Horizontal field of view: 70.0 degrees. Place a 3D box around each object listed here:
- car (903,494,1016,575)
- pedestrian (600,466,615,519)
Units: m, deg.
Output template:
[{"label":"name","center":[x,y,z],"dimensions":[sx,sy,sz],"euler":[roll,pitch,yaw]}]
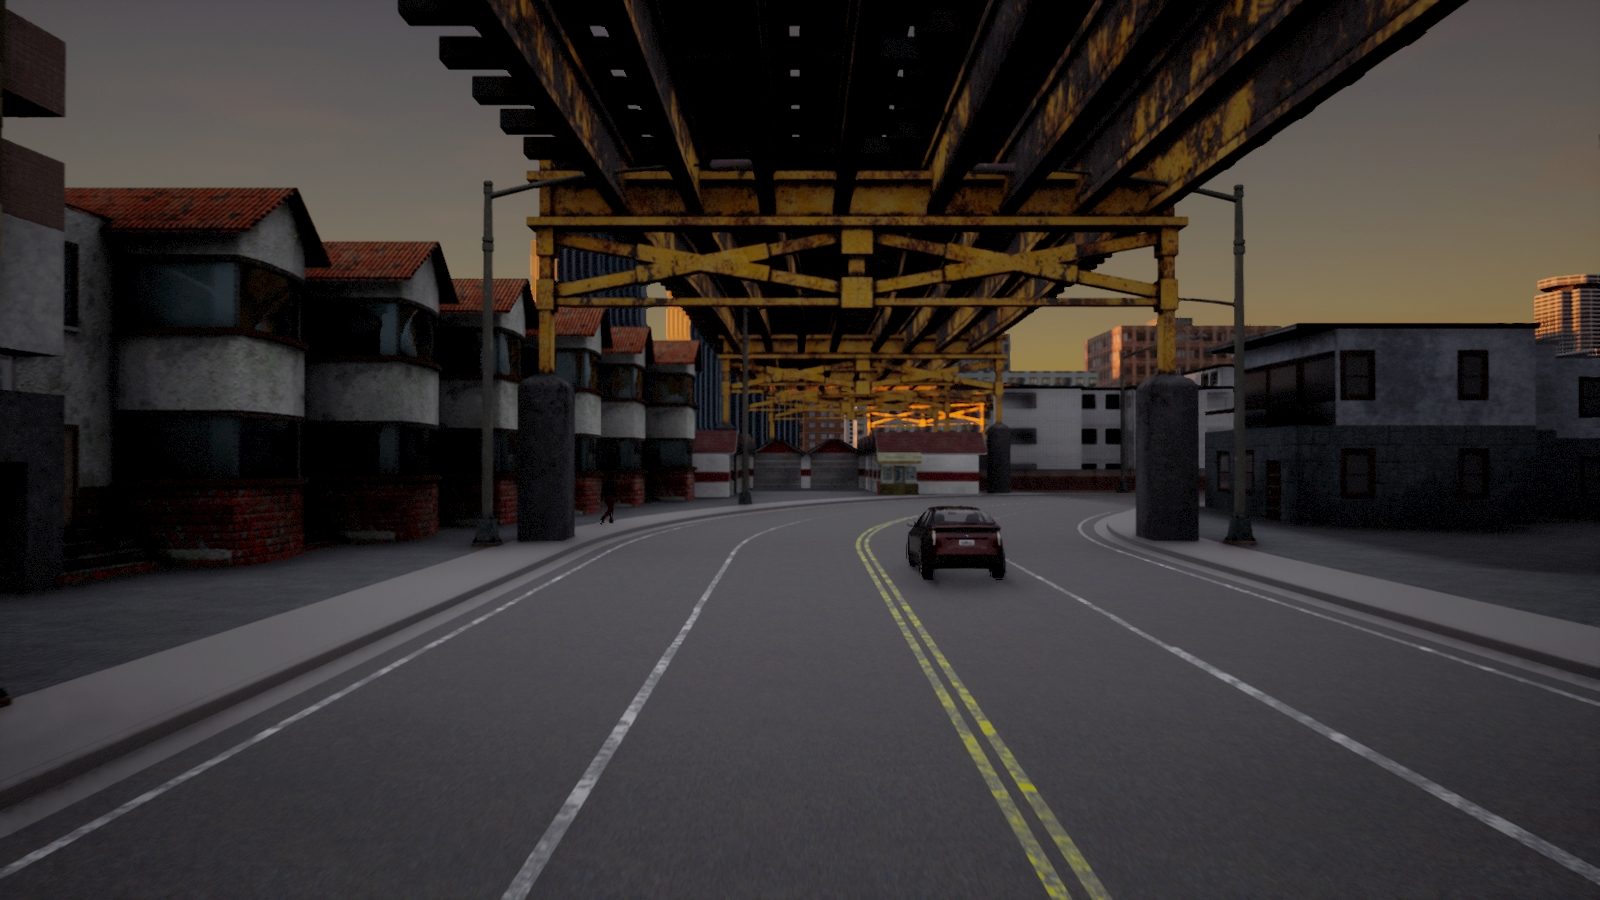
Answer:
[{"label":"car","center":[3.516,1.841,26.025],"dimensions":[2.007,1.525,4.514],"euler":[0,0,1]},{"label":"pedestrian","center":[-6.810,1.513,40.456],"dimensions":[0.375,1.860,0.375],"euler":[0,-1,22]}]
